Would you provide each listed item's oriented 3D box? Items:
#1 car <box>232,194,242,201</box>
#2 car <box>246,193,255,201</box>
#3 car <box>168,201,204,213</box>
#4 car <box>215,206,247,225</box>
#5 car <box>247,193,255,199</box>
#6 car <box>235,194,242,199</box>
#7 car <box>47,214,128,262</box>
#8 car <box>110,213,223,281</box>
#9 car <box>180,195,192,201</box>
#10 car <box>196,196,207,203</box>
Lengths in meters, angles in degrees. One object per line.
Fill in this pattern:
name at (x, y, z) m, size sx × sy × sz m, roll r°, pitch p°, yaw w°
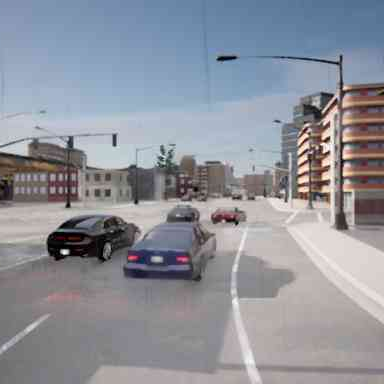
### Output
car at (11.182, 1.241, 83.522) m, size 2.097 × 1.767 × 4.553 m, roll 0°, pitch 1°, yaw 11°
car at (14.540, 1.407, 82.463) m, size 2.128 × 1.511 × 4.902 m, roll 0°, pitch 1°, yaw 11°
car at (-0.616, 1.727, 27.005) m, size 1.994 × 1.385 × 4.181 m, roll 0°, pitch 0°, yaw 13°
car at (2.941, 1.756, 25.418) m, size 1.895 × 1.301 × 4.718 m, roll 0°, pitch 0°, yaw 19°
car at (16.566, 1.056, 92.665) m, size 2.097 × 1.767 × 4.553 m, roll 0°, pitch 0°, yaw 11°
car at (13.139, 1.229, 93.376) m, size 1.812 × 1.442 × 4.674 m, roll 0°, pitch 0°, yaw 11°
car at (-3.460, 1.587, 12.591) m, size 1.837 × 1.490 × 4.892 m, roll 0°, pitch 0°, yaw 10°
car at (-0.379, 1.613, 10.122) m, size 2.033 × 1.411 × 5.357 m, roll 0°, pitch 0°, yaw 10°
car at (-1.297, 1.534, 74.585) m, size 1.837 × 1.490 × 4.892 m, roll 0°, pitch 1°, yaw 11°
car at (2.136, 1.555, 73.904) m, size 2.128 × 1.511 × 4.902 m, roll 0°, pitch 1°, yaw 11°
